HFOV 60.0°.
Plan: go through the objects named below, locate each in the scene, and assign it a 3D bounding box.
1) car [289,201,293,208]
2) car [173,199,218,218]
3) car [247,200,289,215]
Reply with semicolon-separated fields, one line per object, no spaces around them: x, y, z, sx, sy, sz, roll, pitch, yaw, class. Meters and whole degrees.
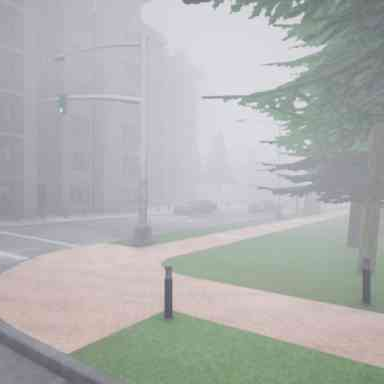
12.245;1.432;45.340;1.812;1.442;4.674;1;0;37;car
0.377;1.370;29.484;1.882;1.535;5.008;1;0;37;car
7.411;1.469;32.934;2.033;1.411;5.357;1;0;37;car
